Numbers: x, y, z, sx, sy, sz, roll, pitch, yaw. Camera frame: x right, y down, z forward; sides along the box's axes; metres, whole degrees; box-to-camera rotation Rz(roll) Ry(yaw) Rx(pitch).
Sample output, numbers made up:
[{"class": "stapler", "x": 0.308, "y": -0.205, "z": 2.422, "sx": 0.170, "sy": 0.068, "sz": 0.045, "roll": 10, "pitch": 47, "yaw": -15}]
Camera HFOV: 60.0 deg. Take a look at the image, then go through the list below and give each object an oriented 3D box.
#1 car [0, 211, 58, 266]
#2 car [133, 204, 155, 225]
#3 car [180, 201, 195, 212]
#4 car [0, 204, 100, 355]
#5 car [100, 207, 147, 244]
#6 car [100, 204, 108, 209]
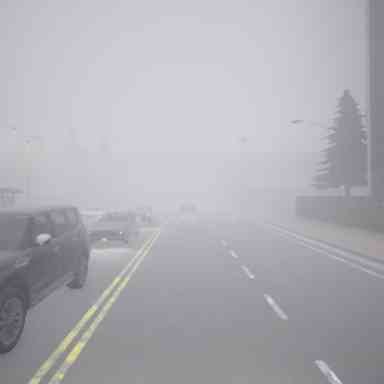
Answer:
[{"class": "car", "x": -7.282, "y": 1.647, "z": 13.089, "sx": 2.128, "sy": 1.511, "sz": 4.902, "roll": 0, "pitch": -1, "yaw": -1}, {"class": "car", "x": -3.918, "y": 1.695, "z": 26.078, "sx": 1.812, "sy": 1.442, "sz": 4.674, "roll": 0, "pitch": -1, "yaw": -1}, {"class": "car", "x": -0.643, "y": 1.916, "z": 44.755, "sx": 1.994, "sy": 1.385, "sz": 4.181, "roll": 0, "pitch": -1, "yaw": -1}, {"class": "car", "x": -3.681, "y": 1.300, "z": 6.540, "sx": 2.150, "sy": 2.045, "sz": 5.566, "roll": 0, "pitch": -1, "yaw": -1}, {"class": "car", "x": -3.843, "y": 1.721, "z": 17.173, "sx": 2.033, "sy": 1.411, "sz": 5.357, "roll": 0, "pitch": -1, "yaw": -1}, {"class": "car", "x": -7.417, "y": 1.713, "z": 26.018, "sx": 1.812, "sy": 1.442, "sz": 4.674, "roll": 0, "pitch": -1, "yaw": -1}]
